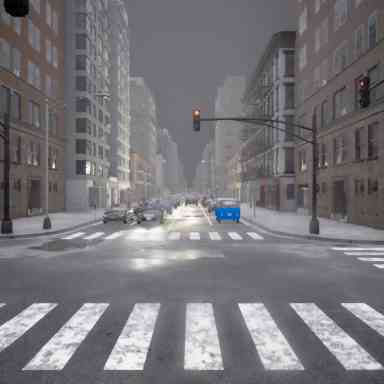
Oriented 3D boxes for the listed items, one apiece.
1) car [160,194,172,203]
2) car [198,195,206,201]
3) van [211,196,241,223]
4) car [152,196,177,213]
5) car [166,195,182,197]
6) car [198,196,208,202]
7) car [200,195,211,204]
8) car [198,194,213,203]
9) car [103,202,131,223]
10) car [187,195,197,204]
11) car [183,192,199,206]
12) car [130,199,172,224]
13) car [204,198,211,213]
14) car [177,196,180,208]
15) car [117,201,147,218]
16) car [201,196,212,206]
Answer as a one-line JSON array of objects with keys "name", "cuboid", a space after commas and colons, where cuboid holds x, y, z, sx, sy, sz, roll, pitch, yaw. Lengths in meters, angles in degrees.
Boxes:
[{"name": "car", "cuboid": [-5.488, 1.292, 70.362, 2.192, 1.841, 5.009, 0, 0, 0]}, {"name": "car", "cuboid": [2.513, 1.530, 87.421, 1.947, 1.339, 4.313, 0, 0, 0]}, {"name": "van", "cuboid": [2.601, 1.340, 24.927, 1.690, 1.788, 3.998, 0, 0, 0]}, {"name": "car", "cuboid": [-2.899, 1.476, 33.902, 1.882, 1.535, 5.008, 0, 0, 0]}, {"name": "car", "cuboid": [-2.882, 1.554, 53.150, 1.994, 1.385, 4.181, 0, 0, 1]}, {"name": "car", "cuboid": [2.529, 1.524, 76.059, 2.008, 1.369, 4.403, 0, 0, 0]}, {"name": "car", "cuboid": [2.545, 1.421, 64.696, 1.967, 1.590, 4.097, 0, 0, 0]}, {"name": "car", "cuboid": [2.561, 1.305, 53.334, 2.192, 1.841, 5.009, 0, 0, 0]}, {"name": "car", "cuboid": [-5.424, 1.549, 24.907, 2.008, 1.369, 4.403, 0, 0, 0]}, {"name": "car", "cuboid": [-0.093, 1.459, 65.055, 1.882, 1.535, 5.008, 0, 0, 0]}, {"name": "car", "cuboid": [-0.079, 1.340, 55.023, 2.097, 1.767, 4.553, 0, 0, 0]}, {"name": "car", "cuboid": [-2.872, 1.490, 24.459, 2.128, 1.511, 4.902, 0, 0, -1]}, {"name": "car", "cuboid": [2.585, 1.580, 36.290, 1.802, 1.307, 4.206, 0, 0, 0]}, {"name": "car", "cuboid": [-2.909, 1.560, 43.127, 1.994, 1.385, 4.181, 0, 0, 0]}, {"name": "car", "cuboid": [-5.432, 1.543, 30.589, 1.887, 1.381, 4.507, 0, 0, 0]}, {"name": "car", "cuboid": [2.569, 1.576, 47.653, 1.802, 1.307, 4.206, 0, 0, 0]}]
